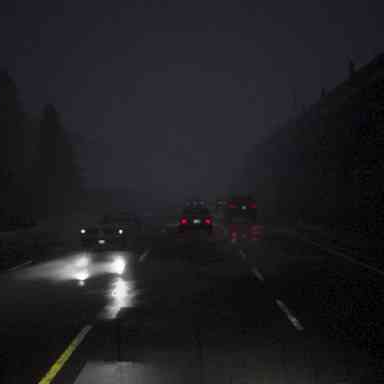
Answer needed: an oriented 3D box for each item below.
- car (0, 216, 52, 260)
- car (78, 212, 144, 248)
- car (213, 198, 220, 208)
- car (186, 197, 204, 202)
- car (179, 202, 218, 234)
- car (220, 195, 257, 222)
[{"bbox_3d":[-6.974,1.586,12.020,1.895,1.301,4.718,0,0,1],"label":"car"},{"bbox_3d":[-3.425,1.589,14.883,1.895,1.301,4.718,0,0,1],"label":"car"},{"bbox_3d":[3.868,1.482,43.349,1.837,1.490,4.892,0,0,0],"label":"car"},{"bbox_3d":[0.339,1.330,38.502,2.097,1.767,4.553,0,0,0],"label":"car"},{"bbox_3d":[0.214,1.536,19.293,2.033,1.411,5.357,0,0,0],"label":"car"},{"bbox_3d":[3.761,1.211,26.629,2.150,2.045,5.566,0,0,0],"label":"car"}]
